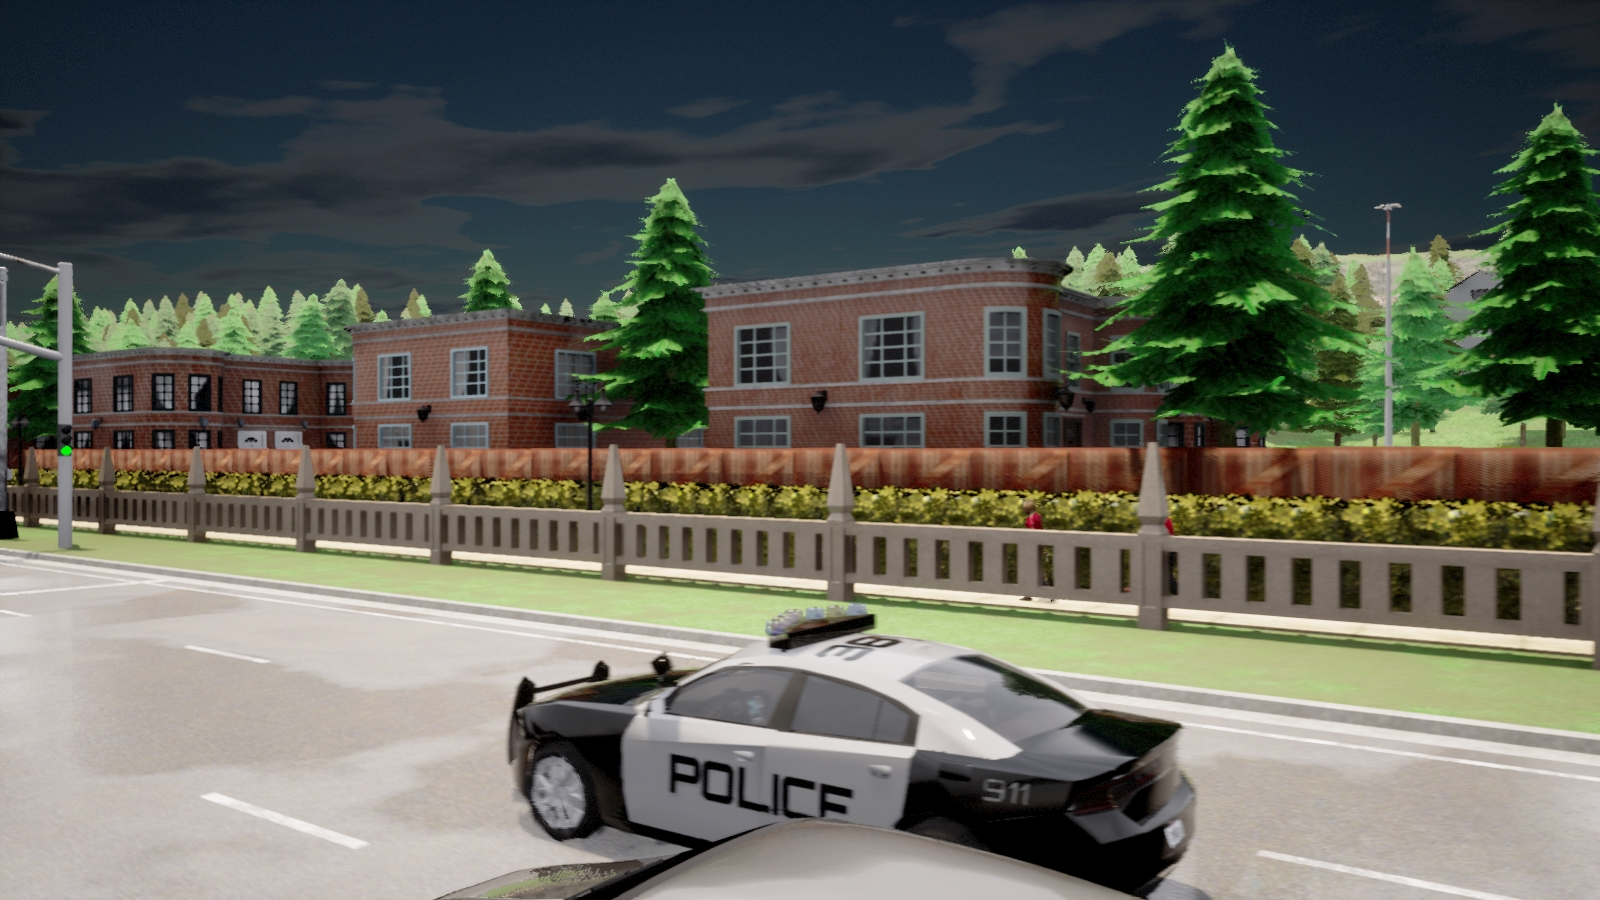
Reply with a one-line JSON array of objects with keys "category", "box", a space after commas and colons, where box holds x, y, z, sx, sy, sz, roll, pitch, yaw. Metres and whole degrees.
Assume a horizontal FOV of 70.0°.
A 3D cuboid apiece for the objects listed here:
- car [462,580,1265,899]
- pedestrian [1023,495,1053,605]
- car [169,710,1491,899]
[{"category": "car", "box": [0.213, 1.984, 7.910, 5.238, 1.638, 2.097, 0, 0, 35]}, {"category": "pedestrian", "box": [4.087, 1.705, 19.626, 0.375, 1.860, 0.375, 0, 0, 35]}, {"category": "car", "box": [-0.156, 2.067, 3.896, 4.193, 1.474, 1.816, 0, 0, 35]}]
